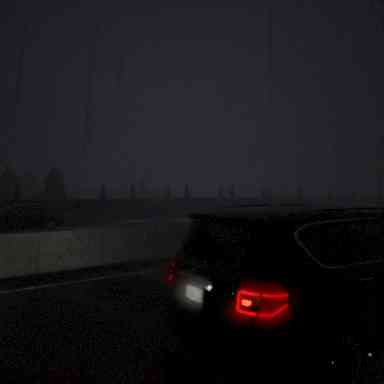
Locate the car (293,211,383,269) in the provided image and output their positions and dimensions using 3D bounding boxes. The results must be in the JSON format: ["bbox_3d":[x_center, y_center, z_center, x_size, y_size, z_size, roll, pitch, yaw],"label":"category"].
[{"bbox_3d":[6.236,1.538,11.980,5.357,1.411,2.033,0,0,-33],"label":"car"}]

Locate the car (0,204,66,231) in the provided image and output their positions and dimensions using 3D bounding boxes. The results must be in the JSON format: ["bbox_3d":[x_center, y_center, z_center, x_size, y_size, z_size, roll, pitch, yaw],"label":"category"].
[{"bbox_3d":[-9.626,1.441,18.493,4.892,1.490,1.837,0,0,-34],"label":"car"}]

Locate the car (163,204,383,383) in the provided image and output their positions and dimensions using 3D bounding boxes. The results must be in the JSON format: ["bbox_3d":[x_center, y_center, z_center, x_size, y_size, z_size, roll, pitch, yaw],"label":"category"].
[{"bbox_3d":[2.249,1.214,5.148,5.566,2.045,2.150,0,0,-34],"label":"car"}]
